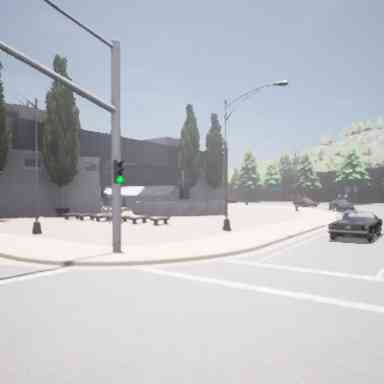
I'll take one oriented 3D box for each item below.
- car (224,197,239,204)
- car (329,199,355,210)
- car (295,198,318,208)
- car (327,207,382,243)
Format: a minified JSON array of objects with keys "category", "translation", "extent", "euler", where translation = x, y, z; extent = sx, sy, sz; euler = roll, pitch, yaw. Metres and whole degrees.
[{"category":"car","translation":[7.798,1.862,71.985],"extent":[1.882,1.535,5.008],"euler":[0,0,-43]},{"category":"car","translation":[18.385,1.622,41.114],"extent":[1.812,1.442,4.674],"euler":[0,0,3]},{"category":"car","translation":[17.829,1.696,52.110],"extent":[1.812,1.442,4.674],"euler":[0,0,-12]},{"category":"car","translation":[8.151,1.632,16.498],"extent":[1.895,1.301,4.718],"euler":[-1,0,35]}]
